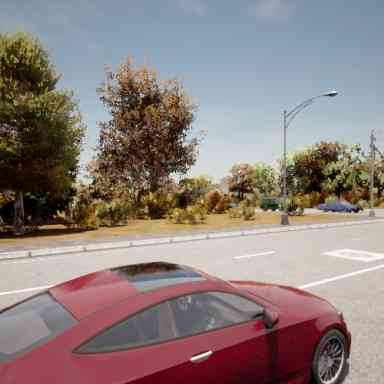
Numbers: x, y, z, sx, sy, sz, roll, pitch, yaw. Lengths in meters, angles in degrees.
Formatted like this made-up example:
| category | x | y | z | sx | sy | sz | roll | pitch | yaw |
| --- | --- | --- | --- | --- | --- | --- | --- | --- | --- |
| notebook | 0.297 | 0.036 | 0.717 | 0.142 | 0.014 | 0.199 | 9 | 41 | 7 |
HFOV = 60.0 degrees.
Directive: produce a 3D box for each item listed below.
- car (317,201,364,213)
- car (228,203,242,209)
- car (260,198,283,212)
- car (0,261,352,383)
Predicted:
| category | x | y | z | sx | sy | sz | roll | pitch | yaw |
| --- | --- | --- | --- | --- | --- | --- | --- | --- | --- |
| car | 18.038 | 1.815 | 40.678 | 2.033 | 1.411 | 5.357 | 0 | -2 | -32 |
| car | 6.837 | 2.696 | 58.597 | 2.128 | 1.511 | 4.902 | 0 | -3 | -32 |
| car | 12.598 | 1.869 | 49.372 | 2.150 | 2.045 | 5.566 | 0 | -3 | -32 |
| car | -0.202 | 1.526 | 3.600 | 4.674 | 1.442 | 1.812 | 0 | 0 | -35 |
